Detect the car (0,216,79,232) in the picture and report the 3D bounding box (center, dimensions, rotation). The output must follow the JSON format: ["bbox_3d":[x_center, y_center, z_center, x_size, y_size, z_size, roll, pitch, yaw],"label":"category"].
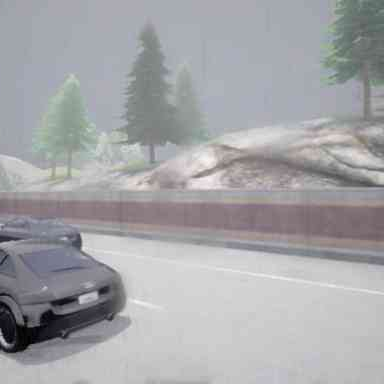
[{"bbox_3d":[-6.064,1.596,12.581,4.181,1.385,1.994,0,0,36],"label":"car"}]

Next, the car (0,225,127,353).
[{"bbox_3d":[-3.203,1.581,6.230,4.181,1.385,1.994,0,0,36],"label":"car"}]
